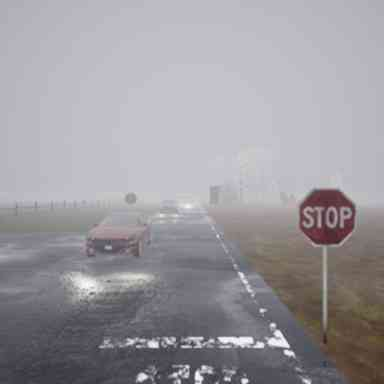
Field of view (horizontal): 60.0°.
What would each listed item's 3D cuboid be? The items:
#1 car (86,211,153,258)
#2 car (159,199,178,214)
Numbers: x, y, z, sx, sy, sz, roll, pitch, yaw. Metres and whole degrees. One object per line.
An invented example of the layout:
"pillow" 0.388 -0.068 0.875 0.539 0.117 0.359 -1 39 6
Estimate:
"car" -2.740 1.570 13.412 1.882 1.535 5.008 0 0 0
"car" -2.728 1.626 39.389 2.097 1.767 4.553 0 0 0
